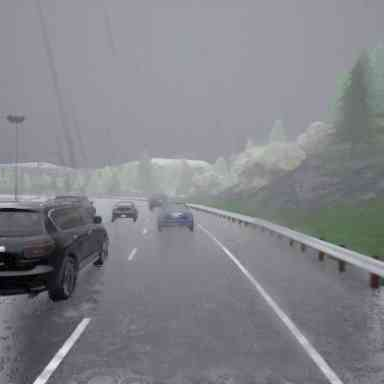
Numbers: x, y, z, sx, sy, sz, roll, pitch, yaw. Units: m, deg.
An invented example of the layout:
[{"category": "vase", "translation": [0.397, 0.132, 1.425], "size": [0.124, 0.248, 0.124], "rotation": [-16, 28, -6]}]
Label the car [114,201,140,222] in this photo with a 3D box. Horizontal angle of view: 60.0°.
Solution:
[{"category": "car", "translation": [-5.340, 1.516, 26.852], "size": [1.837, 1.490, 4.892], "rotation": [0, 0, -7]}]

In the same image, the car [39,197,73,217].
[{"category": "car", "translation": [-13.331, 1.379, 32.847], "size": [2.097, 1.767, 4.553], "rotation": [0, 0, -9]}]

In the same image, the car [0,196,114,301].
[{"category": "car", "translation": [-3.678, 1.229, 8.416], "size": [2.150, 2.045, 5.566], "rotation": [0, 0, -3]}]

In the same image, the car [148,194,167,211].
[{"category": "car", "translation": [-4.196, 1.231, 41.282], "size": [2.150, 2.045, 5.566], "rotation": [0, 0, -11]}]

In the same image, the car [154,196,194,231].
[{"category": "car", "translation": [-1.101, 1.355, 20.644], "size": [2.097, 1.767, 4.553], "rotation": [0, 0, -6]}]
